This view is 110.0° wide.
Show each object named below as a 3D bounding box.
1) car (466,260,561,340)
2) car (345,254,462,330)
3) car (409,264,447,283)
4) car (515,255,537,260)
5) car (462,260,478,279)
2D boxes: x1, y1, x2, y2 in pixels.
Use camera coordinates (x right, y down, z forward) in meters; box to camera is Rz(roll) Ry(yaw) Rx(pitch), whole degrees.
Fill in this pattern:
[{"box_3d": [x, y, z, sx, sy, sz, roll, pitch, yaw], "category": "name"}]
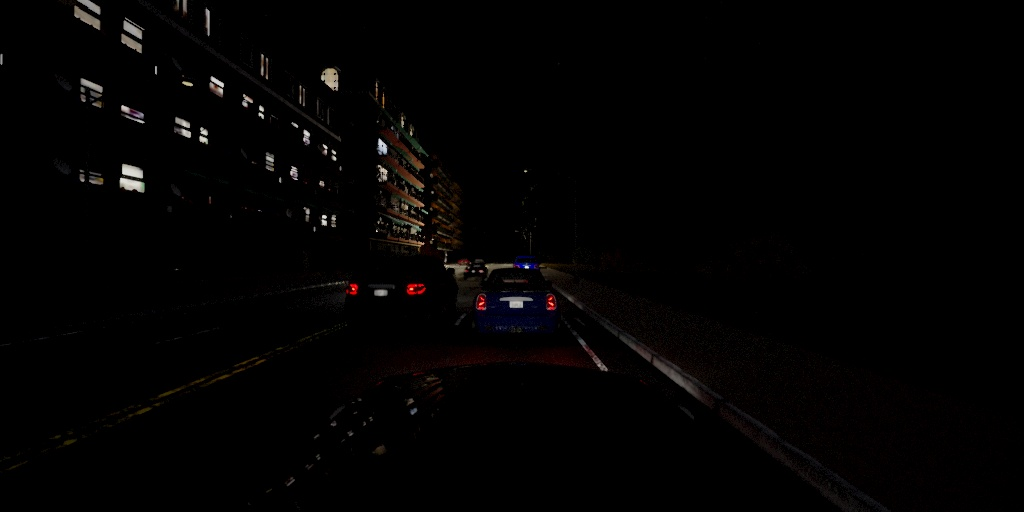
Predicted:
[{"box_3d": [0.099, 1.103, 10.137, 2.097, 1.767, 4.553, 0, 0, 0], "category": "car"}, {"box_3d": [-3.151, 0.973, 11.295, 2.150, 2.045, 5.566, 0, 0, 0], "category": "car"}, {"box_3d": [-6.599, 1.353, 28.694, 1.895, 1.301, 4.718, 0, 0, 0], "category": "car"}, {"box_3d": [1.139, 0.977, 30.091, 2.150, 2.045, 5.566, 0, 0, 0], "category": "car"}, {"box_3d": [-3.148, 1.300, 31.954, 2.033, 1.411, 5.357, 0, 0, 0], "category": "car"}]
